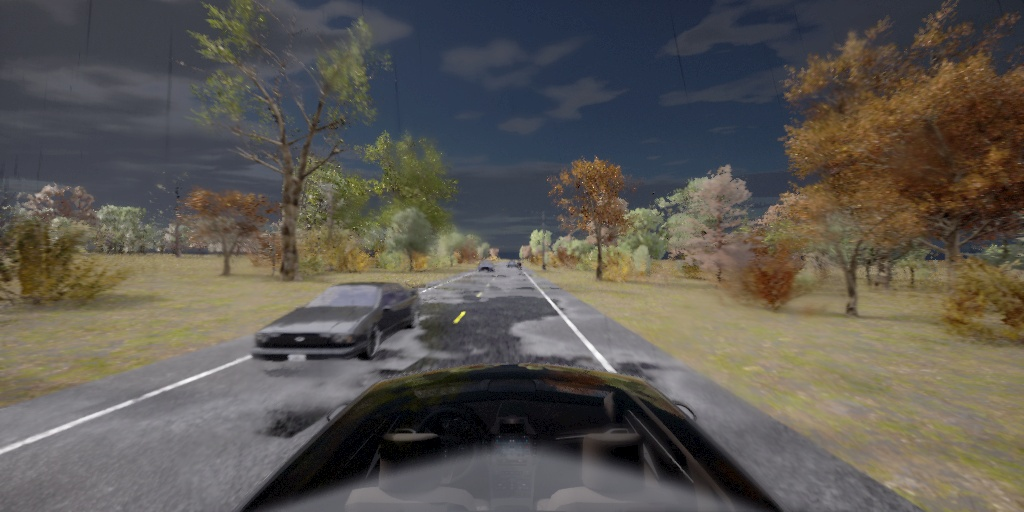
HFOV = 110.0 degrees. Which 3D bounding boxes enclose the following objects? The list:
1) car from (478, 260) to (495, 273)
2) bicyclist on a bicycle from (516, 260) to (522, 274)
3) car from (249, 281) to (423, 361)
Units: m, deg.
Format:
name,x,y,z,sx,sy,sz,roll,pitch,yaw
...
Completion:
name,x,y,z,sx,sy,sz,roll,pitch,yaw
car,-3.564,1.382,50.298,2.097,1.767,4.553,0,0,1
bicyclist on a bicycle,0.956,1.359,43.633,0.659,1.776,1.843,0,0,0
car,-3.599,1.333,8.670,2.033,1.411,5.357,0,0,0
